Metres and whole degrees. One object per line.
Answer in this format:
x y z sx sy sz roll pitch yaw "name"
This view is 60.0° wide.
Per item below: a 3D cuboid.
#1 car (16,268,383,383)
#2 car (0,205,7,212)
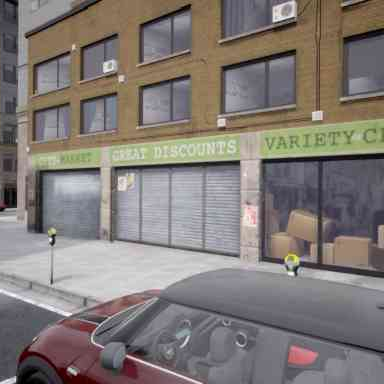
0.240 1.440 2.894 4.097 1.590 1.967 0 1 35 "car"
-19.429 1.458 29.774 1.895 1.301 4.718 1 1 34 "car"
